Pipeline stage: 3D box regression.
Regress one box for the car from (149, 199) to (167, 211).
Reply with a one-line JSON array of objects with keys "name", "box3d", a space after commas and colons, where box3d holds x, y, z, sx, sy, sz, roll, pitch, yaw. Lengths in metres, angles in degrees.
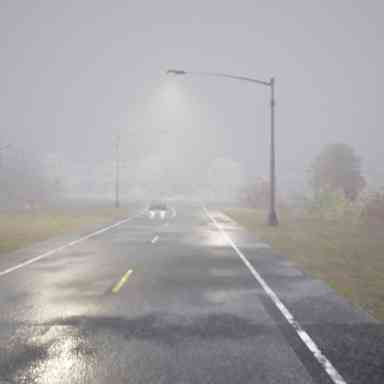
[{"name": "car", "box3d": [-4.153, 1.593, 40.794, 1.994, 1.385, 4.181, 0, 0, -5]}]
